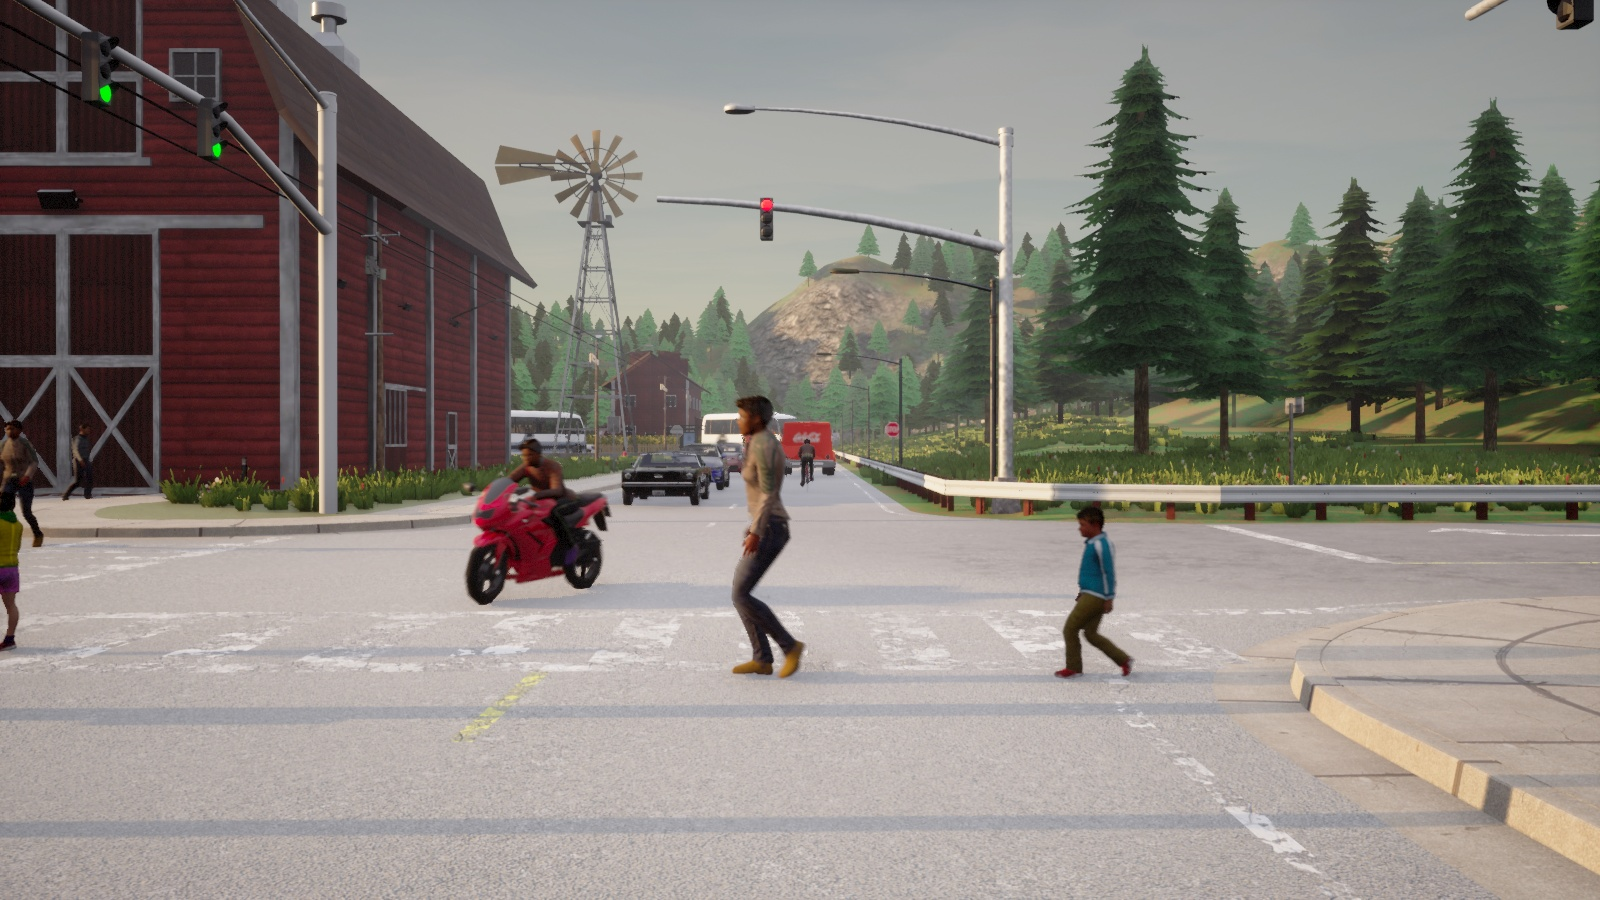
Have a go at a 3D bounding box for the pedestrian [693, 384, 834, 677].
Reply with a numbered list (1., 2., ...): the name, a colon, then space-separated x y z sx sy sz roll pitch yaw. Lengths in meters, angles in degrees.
1. pedestrian: -0.219 0.496 7.912 0.869 1.805 0.328 0 0 2

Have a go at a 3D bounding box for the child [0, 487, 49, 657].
1. child: -5.621 0.848 8.853 0.473 1.160 0.299 0 0 10

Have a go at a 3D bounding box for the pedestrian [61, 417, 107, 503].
1. pedestrian: -16.214 0.223 28.455 0.788 1.949 0.423 0 0 -1

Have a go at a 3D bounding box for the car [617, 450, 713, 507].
1. car: -3.310 0.665 31.709 1.895 1.301 4.718 0 0 0

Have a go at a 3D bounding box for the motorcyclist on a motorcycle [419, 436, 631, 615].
1. motorcyclist on a motorcycle: -2.560 0.645 11.953 0.797 1.523 2.044 2 1 28

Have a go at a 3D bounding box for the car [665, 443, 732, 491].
1. car: -3.259 0.526 40.978 1.816 1.474 4.193 0 0 0

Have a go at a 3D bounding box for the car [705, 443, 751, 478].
1. car: -3.175 0.442 56.045 1.845 1.501 3.633 0 0 0

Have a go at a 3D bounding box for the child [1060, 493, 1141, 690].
1. child: 1.887 0.877 7.913 0.448 1.192 0.343 0 0 4

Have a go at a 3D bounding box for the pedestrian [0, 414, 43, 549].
1. pedestrian: -10.752 0.416 17.177 0.328 1.805 0.869 0 0 -4

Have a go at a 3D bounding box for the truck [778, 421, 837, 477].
1. truck: 0.337 -0.068 58.252 2.627 2.467 5.204 0 0 0
